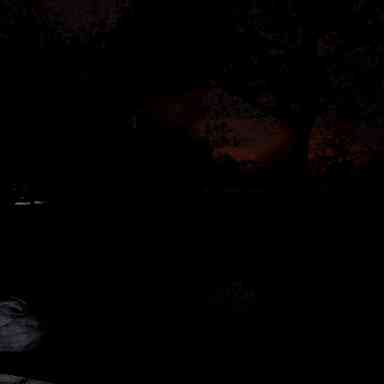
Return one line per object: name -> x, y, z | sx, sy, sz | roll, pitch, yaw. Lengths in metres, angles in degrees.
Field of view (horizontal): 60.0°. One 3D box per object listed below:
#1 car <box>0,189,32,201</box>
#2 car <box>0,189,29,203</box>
car -> -24.573, 0.378, 45.771 | 4.674, 1.442, 1.812 | 1, 1, 18
car -> -22.376, 0.559, 41.273 | 4.181, 1.385, 1.994 | 2, 2, 28
